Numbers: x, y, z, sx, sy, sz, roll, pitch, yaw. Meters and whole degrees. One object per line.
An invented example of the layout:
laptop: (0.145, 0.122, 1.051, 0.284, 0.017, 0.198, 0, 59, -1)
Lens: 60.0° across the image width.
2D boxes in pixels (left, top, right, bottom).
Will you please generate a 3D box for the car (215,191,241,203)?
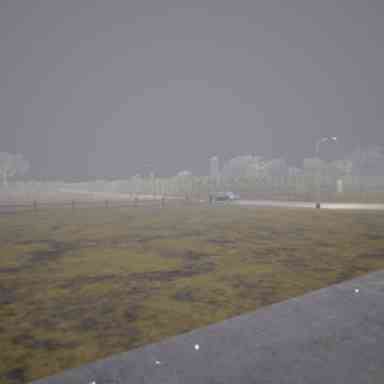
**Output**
car: (5.647, 0.716, 52.692, 2.097, 1.767, 4.553, -3, 2, -35)
